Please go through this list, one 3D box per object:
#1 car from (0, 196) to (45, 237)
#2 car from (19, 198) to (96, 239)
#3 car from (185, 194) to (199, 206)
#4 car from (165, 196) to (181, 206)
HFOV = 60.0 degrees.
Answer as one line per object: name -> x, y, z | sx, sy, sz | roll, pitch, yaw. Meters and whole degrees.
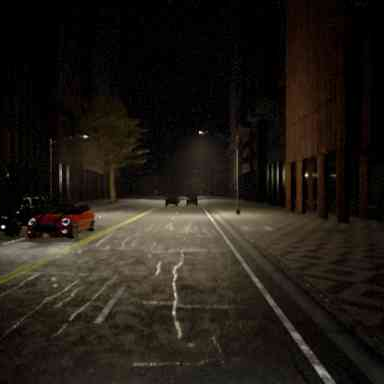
car -> -9.789, 1.223, 18.250 | 2.150, 2.045, 5.566 | 0, 0, 1
car -> -6.547, 1.351, 17.125 | 2.097, 1.767, 4.553 | 0, 0, 0
car -> 0.001, 1.509, 53.454 | 1.837, 1.490, 4.892 | 0, 0, 0
car -> -3.249, 1.509, 53.037 | 1.837, 1.490, 4.892 | 0, 0, 0
